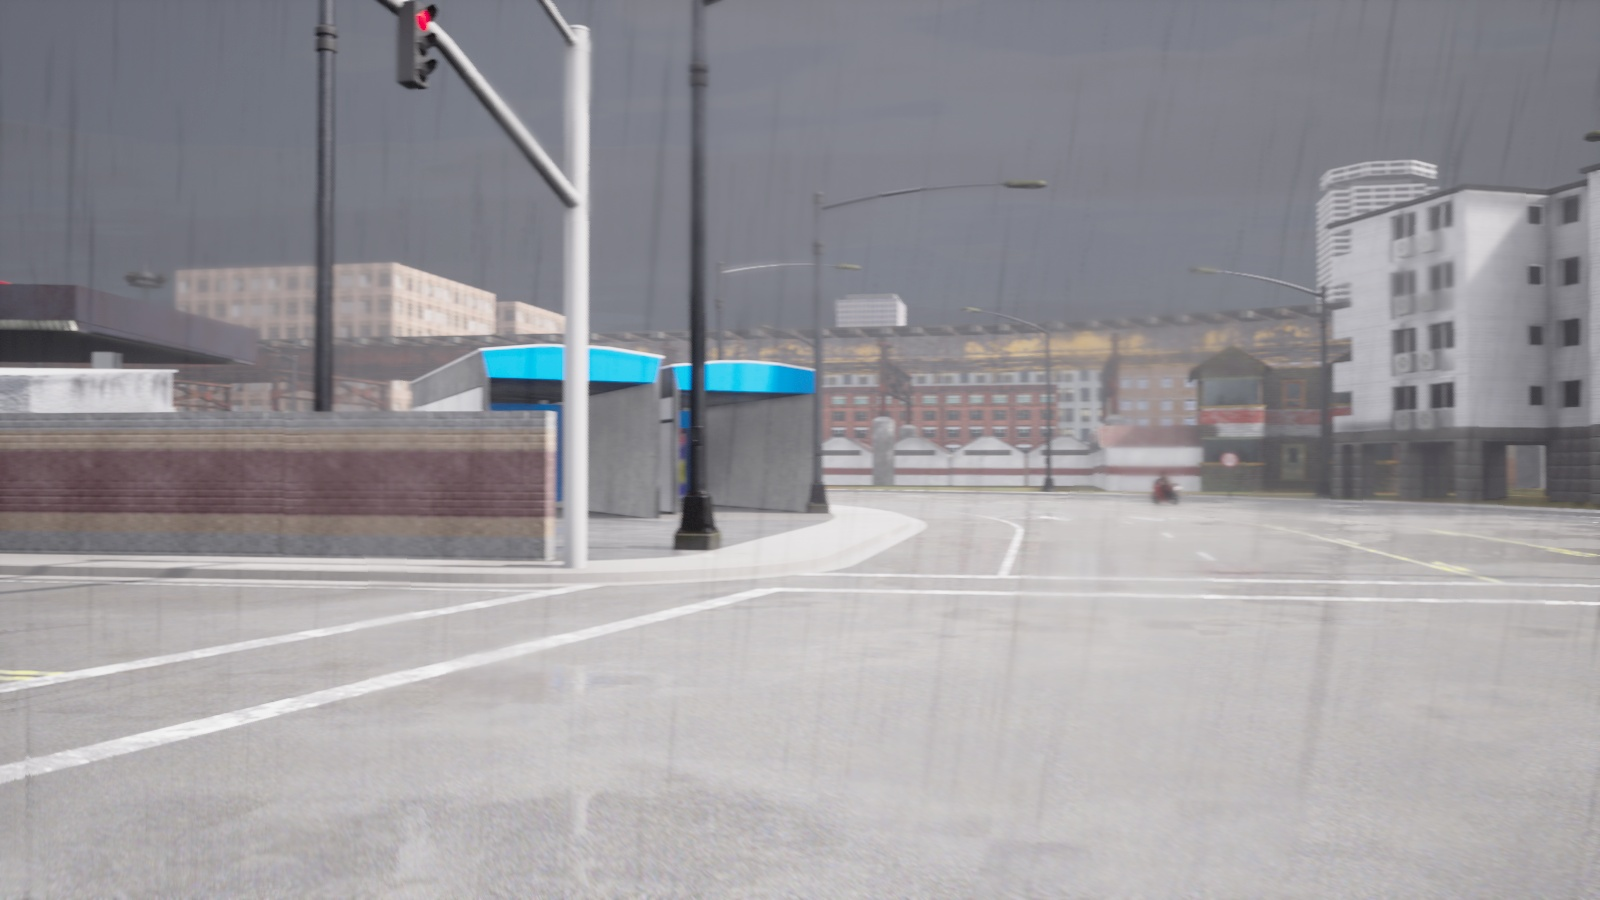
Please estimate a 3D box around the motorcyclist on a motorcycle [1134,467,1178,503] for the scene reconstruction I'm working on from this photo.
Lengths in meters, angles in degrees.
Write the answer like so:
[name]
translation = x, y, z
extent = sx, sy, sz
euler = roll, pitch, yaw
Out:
[motorcyclist on a motorcycle]
translation = 15.502, 1.526, 54.759
extent = 0.797, 1.523, 2.044
euler = 0, -1, -18
